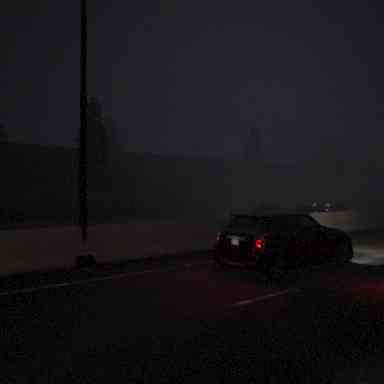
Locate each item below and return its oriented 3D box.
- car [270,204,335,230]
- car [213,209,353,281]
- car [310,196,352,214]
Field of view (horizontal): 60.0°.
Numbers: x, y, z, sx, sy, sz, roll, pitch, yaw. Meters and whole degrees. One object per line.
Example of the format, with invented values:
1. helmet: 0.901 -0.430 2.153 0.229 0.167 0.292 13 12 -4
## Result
1. car: 7.399 1.586 22.171 4.181 1.385 1.994 0 0 -35
2. car: 2.882 1.361 10.111 4.553 1.767 2.097 0 0 -35
3. car: 15.183 1.390 36.319 4.553 1.767 2.097 0 0 -35
